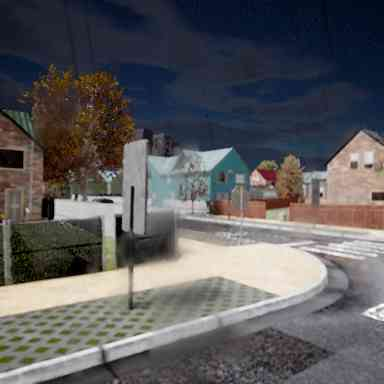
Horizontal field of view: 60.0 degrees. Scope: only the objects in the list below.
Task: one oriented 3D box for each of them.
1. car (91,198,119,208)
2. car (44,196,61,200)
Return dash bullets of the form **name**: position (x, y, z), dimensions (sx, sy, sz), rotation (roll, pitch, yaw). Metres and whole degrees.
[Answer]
- **car**: position (-8.096, 1.374, 30.779), dimensions (1.837, 1.490, 4.892), rotation (2, -1, -37)
- **car**: position (-19.538, 1.340, 46.342), dimensions (1.837, 1.490, 4.892), rotation (2, -1, -37)
